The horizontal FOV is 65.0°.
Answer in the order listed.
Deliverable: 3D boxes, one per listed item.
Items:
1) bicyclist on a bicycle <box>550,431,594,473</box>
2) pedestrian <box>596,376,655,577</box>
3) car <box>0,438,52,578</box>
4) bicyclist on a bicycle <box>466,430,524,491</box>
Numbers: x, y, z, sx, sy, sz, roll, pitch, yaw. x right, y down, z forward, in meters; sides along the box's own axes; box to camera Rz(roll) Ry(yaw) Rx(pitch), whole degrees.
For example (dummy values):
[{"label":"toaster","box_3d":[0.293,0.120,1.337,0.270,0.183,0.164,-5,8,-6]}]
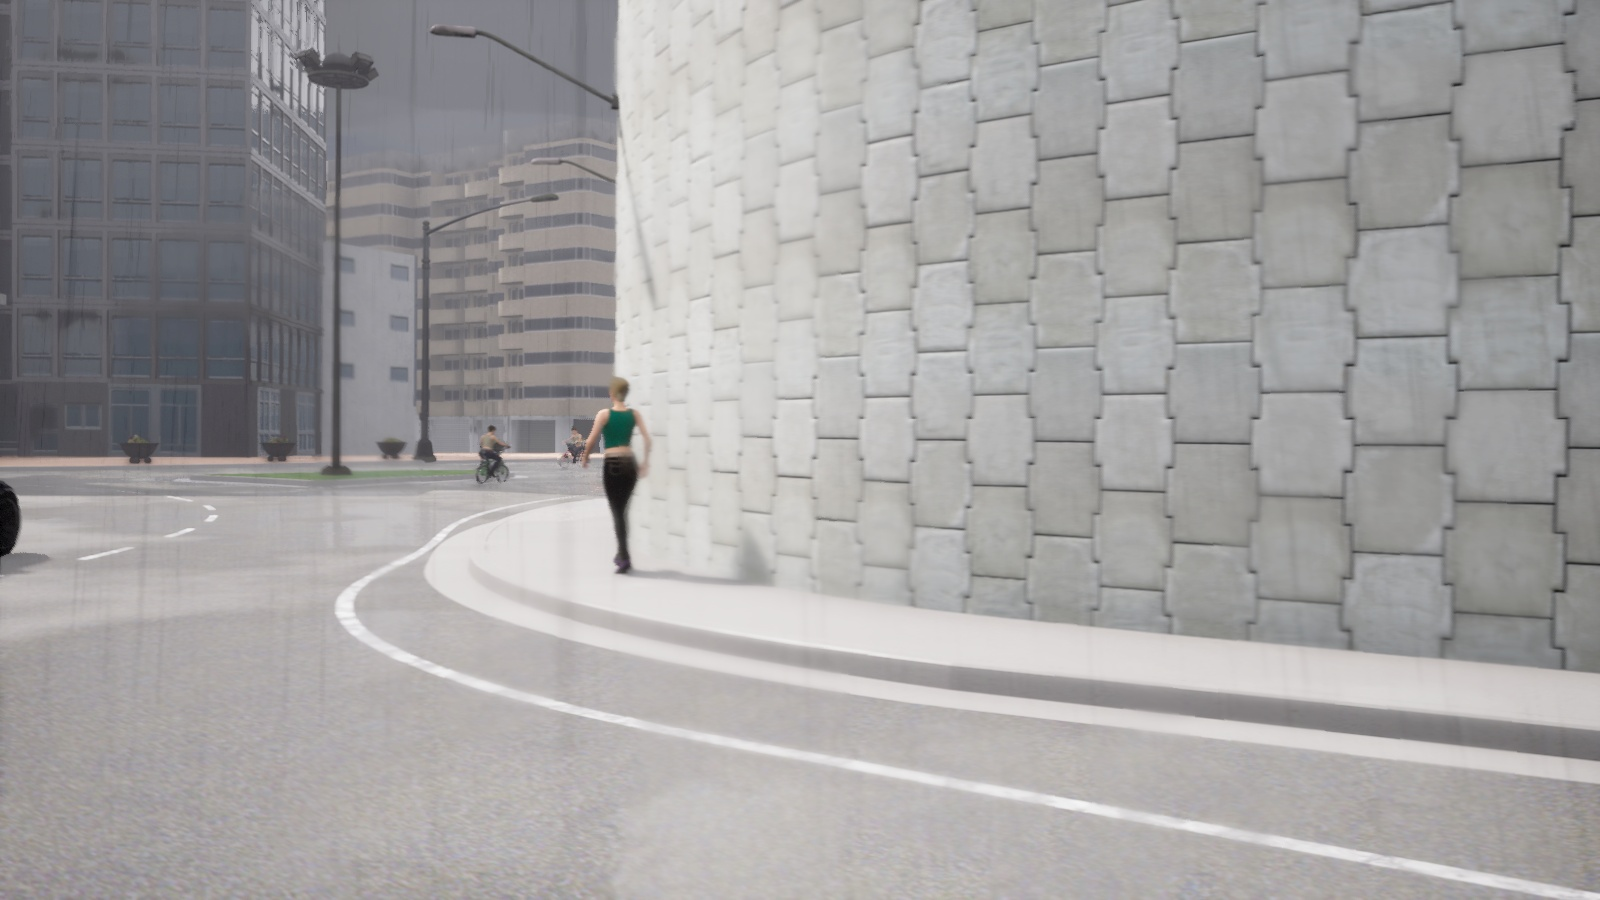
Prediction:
[{"label":"bicyclist on a bicycle","box_3d":[-8.920,0.077,49.178,0.866,1.612,1.509,0,1,34]},{"label":"pedestrian","box_3d":[-1.646,0.240,11.822,0.345,1.836,0.594,-1,1,-29]},{"label":"car","box_3d":[-9.426,0.644,12.338,2.163,1.488,4.792,-1,1,-13]},{"label":"bicyclist on a bicycle","box_3d":[-8.359,0.272,34.483,0.866,1.612,1.509,1,1,20]}]
